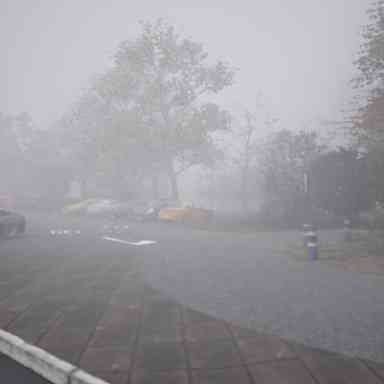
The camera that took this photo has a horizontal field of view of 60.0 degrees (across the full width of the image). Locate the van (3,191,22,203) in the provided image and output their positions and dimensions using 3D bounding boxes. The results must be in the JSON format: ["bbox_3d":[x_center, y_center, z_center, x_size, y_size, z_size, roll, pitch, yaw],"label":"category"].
[{"bbox_3d":[-18.154,0.976,37.274,1.878,1.987,4.442,1,0,36],"label":"van"}]

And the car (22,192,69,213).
[{"bbox_3d":[-13.622,1.020,33.876,2.435,2.045,5.566,1,1,36],"label":"car"}]

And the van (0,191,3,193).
[{"bbox_3d":[-24.893,0.906,41.887,1.878,1.987,4.442,0,0,36],"label":"van"}]

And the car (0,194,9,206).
[{"bbox_3d":[-27.082,1.117,43.616,2.097,1.535,5.008,0,0,36],"label":"car"}]

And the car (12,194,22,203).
[{"bbox_3d":[-15.899,1.266,35.459,2.163,1.488,4.792,1,1,36],"label":"car"}]

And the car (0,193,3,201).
[{"bbox_3d":[-20.450,1.201,38.832,2.163,1.488,4.792,1,0,36],"label":"car"}]

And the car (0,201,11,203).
[{"bbox_3d":[-12.360,1.421,16.770,2.097,1.535,5.008,1,1,36],"label":"car"}]

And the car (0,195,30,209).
[{"bbox_3d":[-22.586,1.179,40.382,2.163,1.488,4.792,0,0,36],"label":"car"}]

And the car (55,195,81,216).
[{"bbox_3d":[-9.267,1.340,30.451,1.946,1.575,5.366,1,1,36],"label":"car"}]

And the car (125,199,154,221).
[{"bbox_3d":[-2.514,1.323,25.818,2.185,1.767,4.553,1,1,36],"label":"car"}]

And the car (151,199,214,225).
[{"bbox_3d":[-0.294,1.483,24.162,2.097,1.535,5.008,1,1,36],"label":"car"}]

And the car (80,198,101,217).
[{"bbox_3d":[-6.918,1.419,28.973,2.002,1.452,4.674,1,1,36],"label":"car"}]

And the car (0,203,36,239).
[{"bbox_3d":[-10.133,1.486,15.112,2.163,1.488,4.792,1,1,36],"label":"car"}]

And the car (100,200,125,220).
[{"bbox_3d":[-4.692,1.444,27.324,2.163,1.488,4.792,1,1,36],"label":"car"}]
